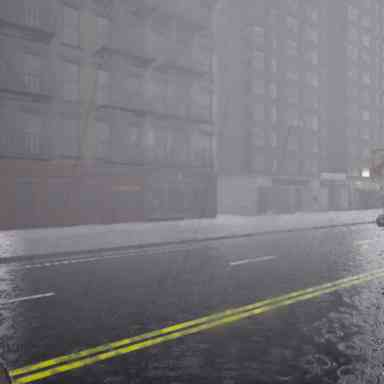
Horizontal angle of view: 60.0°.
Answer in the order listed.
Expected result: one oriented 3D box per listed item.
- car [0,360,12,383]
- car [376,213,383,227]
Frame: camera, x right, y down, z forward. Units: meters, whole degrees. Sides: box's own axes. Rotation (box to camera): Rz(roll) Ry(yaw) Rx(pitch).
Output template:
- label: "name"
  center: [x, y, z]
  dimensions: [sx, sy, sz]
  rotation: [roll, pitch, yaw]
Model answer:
- label: "car"
  center: [-3.422, 1.545, 0.998]
  dimensions: [5.357, 1.411, 2.033]
  rotation: [0, 0, -35]
- label: "car"
  center: [13.666, 1.587, 21.411]
  dimensions: [4.181, 1.385, 1.994]
  rotation: [0, 0, -35]
